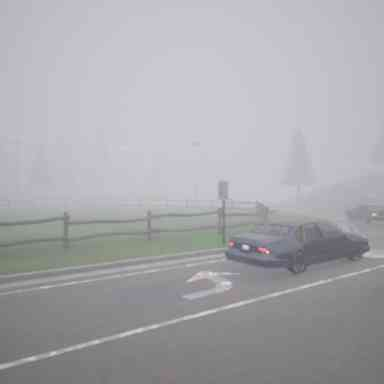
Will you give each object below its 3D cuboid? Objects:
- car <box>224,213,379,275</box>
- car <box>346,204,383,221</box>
[{"bbox_3d":[3.510,1.567,10.563,5.357,1.411,2.033,0,0,-36],"label":"car"},{"bbox_3d":[13.411,1.603,25.167,2.033,1.411,5.357,0,0,5],"label":"car"}]
